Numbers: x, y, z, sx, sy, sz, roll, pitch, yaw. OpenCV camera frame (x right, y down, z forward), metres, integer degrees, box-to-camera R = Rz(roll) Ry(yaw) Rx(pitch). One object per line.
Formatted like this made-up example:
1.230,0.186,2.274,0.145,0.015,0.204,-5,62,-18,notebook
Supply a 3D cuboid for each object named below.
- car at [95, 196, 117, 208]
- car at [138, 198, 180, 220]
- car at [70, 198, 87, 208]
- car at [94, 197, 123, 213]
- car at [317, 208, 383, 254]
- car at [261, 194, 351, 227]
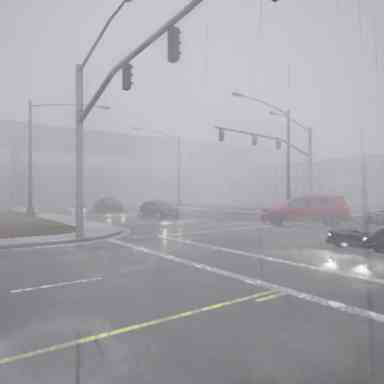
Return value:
-12.671,1.464,48.641,1.882,1.535,5.008,0,0,-30,car
-2.872,1.495,28.448,1.837,1.490,4.892,0,0,-36,car
-16.295,1.515,47.675,1.812,1.442,4.674,0,0,-24,car
-9.427,1.467,37.337,1.882,1.535,5.008,0,0,-36,car
7.767,1.511,13.531,5.357,1.411,2.033,0,0,-33,car
7.379,1.197,21.773,5.566,2.045,2.150,-1,1,16,car
